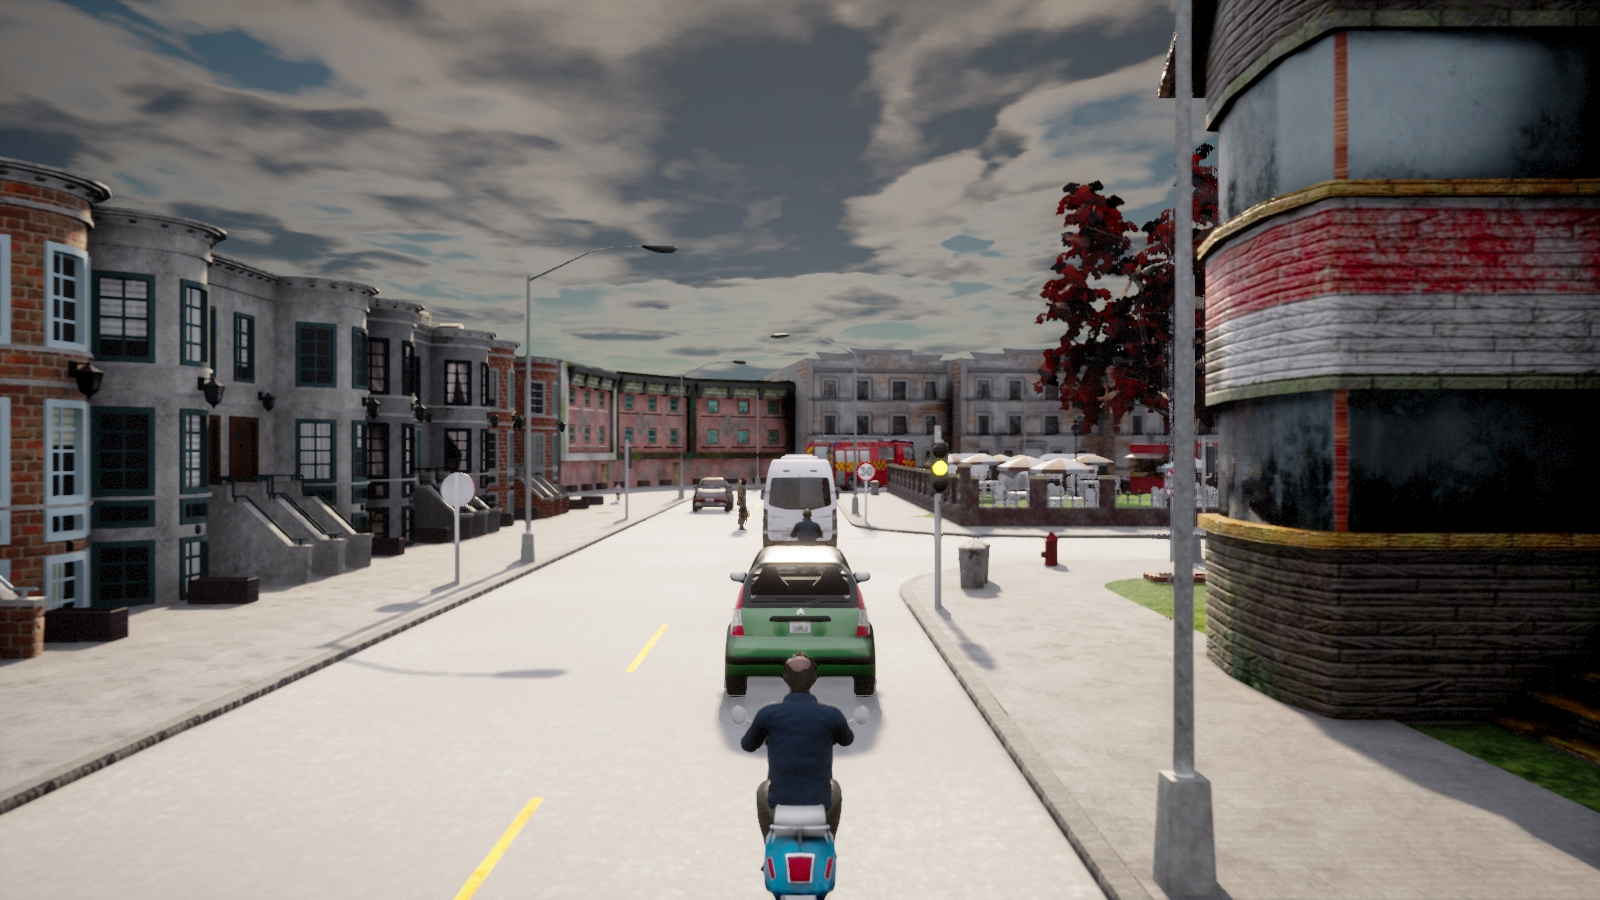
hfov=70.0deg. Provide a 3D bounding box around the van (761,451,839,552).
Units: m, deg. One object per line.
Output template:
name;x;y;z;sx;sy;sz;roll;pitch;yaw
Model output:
van;-0.007;1.315;31.976;1.988;2.561;5.915;0;0;0

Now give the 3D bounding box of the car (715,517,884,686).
car;-0.001;1.780;14.502;1.851;1.617;3.988;0;0;0

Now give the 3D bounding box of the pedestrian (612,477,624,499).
pedestrian;-9.156;1.906;57.377;0.500;1.100;0.500;0;0;-21

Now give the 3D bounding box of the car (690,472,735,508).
car;-4.013;1.807;52.782;1.789;1.549;3.705;0;0;0

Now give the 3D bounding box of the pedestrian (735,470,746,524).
pedestrian;-2.072;1.629;39.520;0.375;1.860;0.375;0;0;-3
